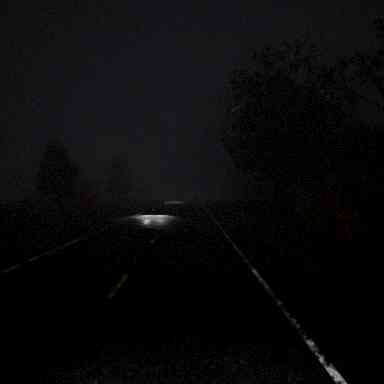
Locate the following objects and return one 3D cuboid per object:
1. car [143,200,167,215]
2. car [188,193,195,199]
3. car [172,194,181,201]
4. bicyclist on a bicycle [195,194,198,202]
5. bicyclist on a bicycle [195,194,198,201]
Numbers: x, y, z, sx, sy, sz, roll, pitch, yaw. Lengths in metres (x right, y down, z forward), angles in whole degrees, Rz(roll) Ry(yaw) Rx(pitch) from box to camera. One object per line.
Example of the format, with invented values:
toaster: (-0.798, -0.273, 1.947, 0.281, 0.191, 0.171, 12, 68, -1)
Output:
car: (-3.593, 1.479, 32.896, 1.994, 1.385, 4.181, 0, 0, 0)
car: (0.007, 1.174, 91.884, 2.033, 1.411, 5.357, 0, 0, 0)
car: (-3.494, 1.225, 74.525, 2.128, 1.511, 4.902, 0, 0, 0)
bicyclist on a bicycle: (0.969, 1.271, 65.888, 0.582, 1.620, 1.656, 0, 0, 0)
bicyclist on a bicycle: (0.969, 1.243, 74.871, 0.582, 1.620, 1.656, 0, 0, 0)
